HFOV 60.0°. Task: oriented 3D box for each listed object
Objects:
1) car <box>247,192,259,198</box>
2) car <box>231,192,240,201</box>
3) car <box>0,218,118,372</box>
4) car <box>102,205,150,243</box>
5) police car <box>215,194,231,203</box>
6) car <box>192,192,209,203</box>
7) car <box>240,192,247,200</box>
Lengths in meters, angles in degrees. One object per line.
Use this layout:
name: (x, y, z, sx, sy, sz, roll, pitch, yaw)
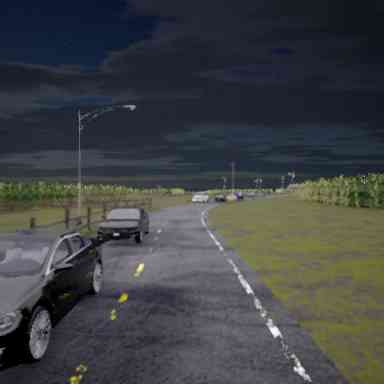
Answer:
car: (16.564, 0.857, 94.112, 2.097, 1.767, 4.553, 0, 0, 24)
car: (8.641, 1.224, 73.040, 1.801, 1.575, 5.366, 0, 0, 20)
car: (-2.930, 1.481, 5.887, 2.128, 1.511, 4.902, 0, 0, -1)
car: (-3.140, 1.446, 16.020, 1.882, 1.535, 5.008, 0, 0, -1)
police car: (5.631, 1.244, 63.580, 1.930, 1.638, 5.238, 0, 0, 16)
car: (1.616, 1.051, 62.473, 2.150, 2.045, 5.566, 0, 0, 15)
car: (10.680, 0.963, 78.415, 2.150, 2.045, 5.566, 0, 0, 22)
